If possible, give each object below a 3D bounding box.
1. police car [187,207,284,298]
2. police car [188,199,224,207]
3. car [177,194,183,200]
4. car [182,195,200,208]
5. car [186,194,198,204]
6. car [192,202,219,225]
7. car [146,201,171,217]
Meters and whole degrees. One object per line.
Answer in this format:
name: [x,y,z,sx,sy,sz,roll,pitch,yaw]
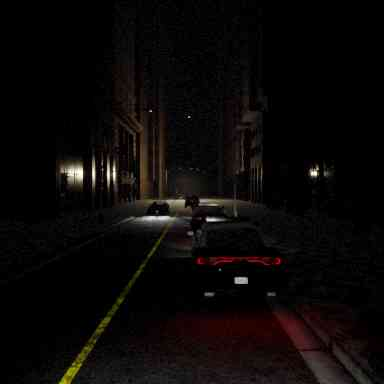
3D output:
police car: [0.906,1.421,8.696,1.930,1.638,5.238,0,0,0]
police car: [0.915,1.412,18.698,1.930,1.638,5.238,0,0,0]
car: [-2.926,1.337,88.703,2.128,1.511,4.902,0,0,0]
car: [0.054,1.299,46.789,2.097,1.767,4.553,0,0,0]
car: [0.050,1.272,60.082,2.097,1.767,4.553,0,0,0]
car: [0.920,1.507,24.588,1.812,1.442,4.674,0,0,0]
car: [-3.076,1.536,31.304,1.994,1.385,4.181,0,0,0]
